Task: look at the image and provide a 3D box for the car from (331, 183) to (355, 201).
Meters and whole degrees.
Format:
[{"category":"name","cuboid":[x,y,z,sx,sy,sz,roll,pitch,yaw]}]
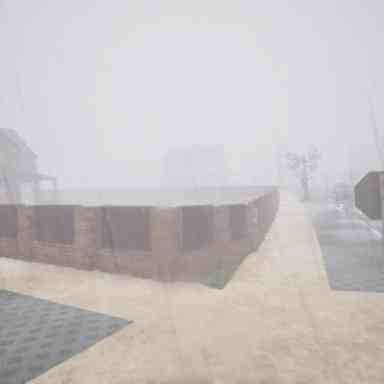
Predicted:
[{"category":"car","cuboid":[13.688,-0.036,29.783,1.837,1.490,4.892,-3,2,15]}]
